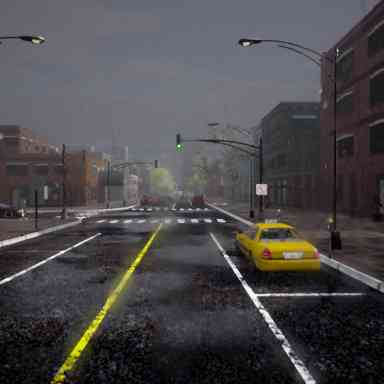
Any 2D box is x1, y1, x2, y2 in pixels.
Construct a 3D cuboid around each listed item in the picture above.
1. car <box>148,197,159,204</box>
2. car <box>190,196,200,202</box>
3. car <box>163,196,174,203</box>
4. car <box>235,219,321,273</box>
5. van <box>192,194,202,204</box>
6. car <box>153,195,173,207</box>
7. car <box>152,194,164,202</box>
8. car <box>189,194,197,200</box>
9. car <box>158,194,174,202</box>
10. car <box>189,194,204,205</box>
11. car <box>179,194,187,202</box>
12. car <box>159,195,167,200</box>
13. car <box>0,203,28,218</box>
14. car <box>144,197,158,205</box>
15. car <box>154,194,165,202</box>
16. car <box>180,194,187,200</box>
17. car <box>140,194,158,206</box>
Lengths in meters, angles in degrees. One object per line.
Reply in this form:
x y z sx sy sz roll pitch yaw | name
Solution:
-7.415 1.592 64.752 1.802 1.307 4.206 -1 0 -2 | car
0.667 1.561 76.059 2.008 1.369 4.403 -1 0 -2 | car
-4.894 1.536 71.117 2.128 1.511 4.902 0 0 -2 | car
2.416 1.527 10.483 1.752 1.417 4.829 -1 0 -2 | car
0.961 1.351 64.975 1.690 1.788 3.998 -1 0 -2 | van
-4.455 1.572 51.191 1.994 1.385 4.181 0 0 -2 | car
-7.713 1.326 75.836 2.192 1.841 5.009 -1 0 -2 | car
0.222 1.452 92.686 1.967 1.590 4.097 -1 0 -2 | car
-4.689 1.487 60.988 1.882 1.535 5.008 0 0 -1 | car
1.108 1.324 59.434 2.192 1.841 5.009 -1 0 -2 | car
-2.123 1.532 79.799 2.128 1.511 4.902 0 0 -2 | car
-8.154 1.557 92.462 1.887 1.381 4.507 -1 0 -2 | car
-19.046 1.806 32.363 5.357 1.411 2.033 -1 1 -2 | car
-7.267 1.554 59.210 1.887 1.381 4.507 -1 0 -2 | car
-7.860 1.326 81.378 2.192 1.841 5.009 -1 0 -2 | car
-2.399 1.386 90.211 1.882 1.535 5.008 0 0 -2 | car
-7.121 1.324 53.668 2.192 1.841 5.009 -1 0 -2 | car
